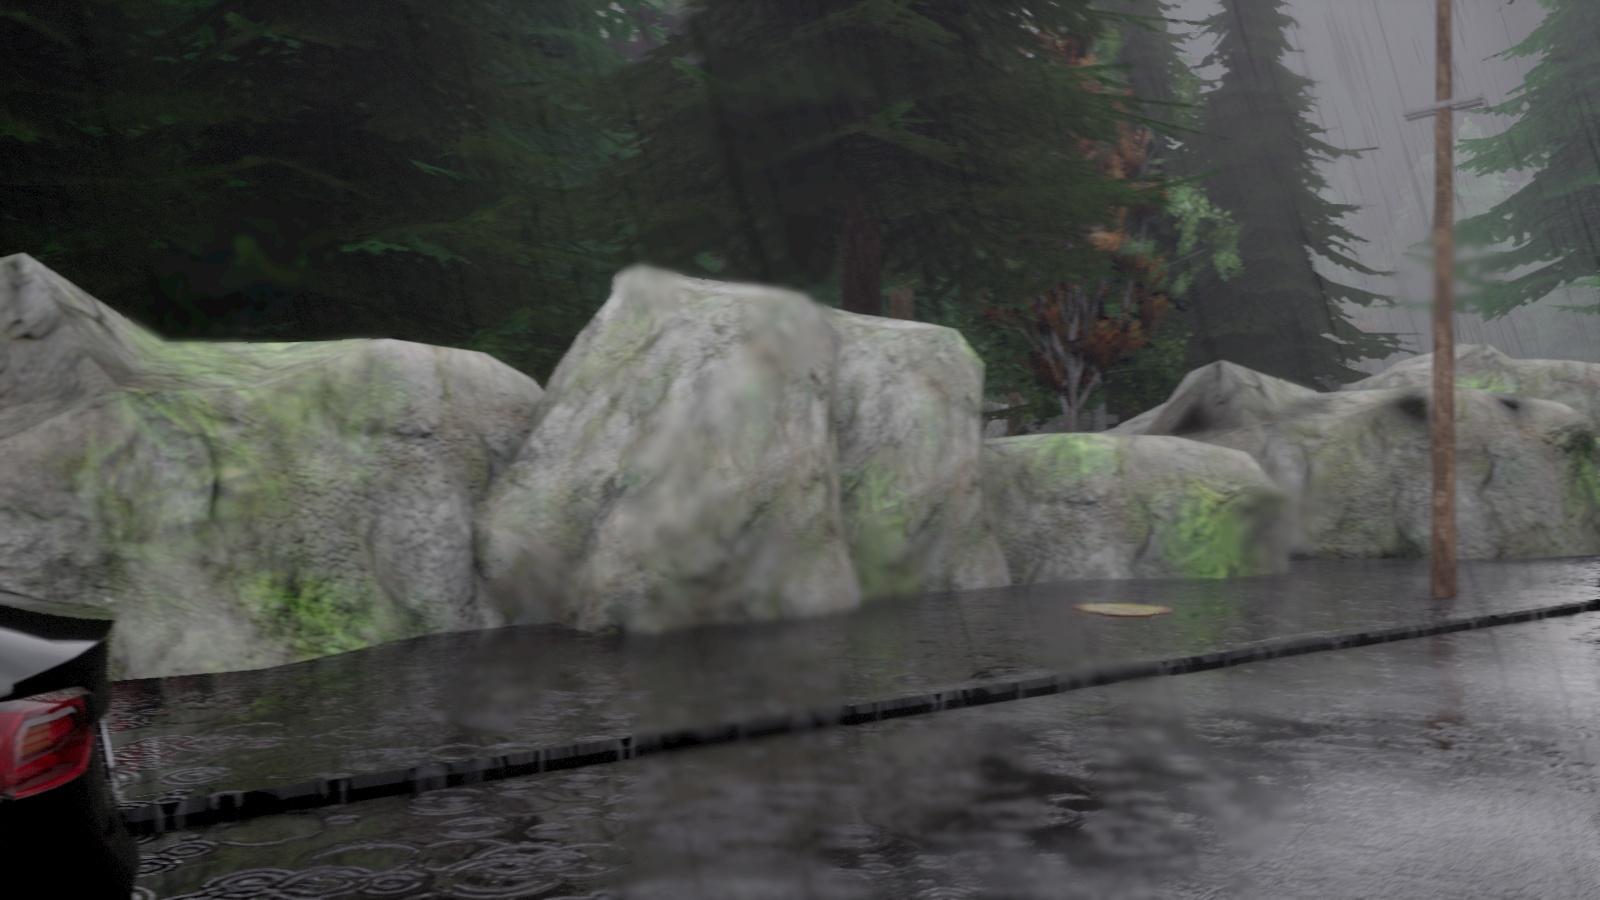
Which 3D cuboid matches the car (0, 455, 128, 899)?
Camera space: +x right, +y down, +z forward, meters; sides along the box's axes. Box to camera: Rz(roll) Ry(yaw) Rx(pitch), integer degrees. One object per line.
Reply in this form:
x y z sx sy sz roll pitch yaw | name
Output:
-3.734 0.758 1.669 4.792 1.488 2.163 0 0 -35 | car
